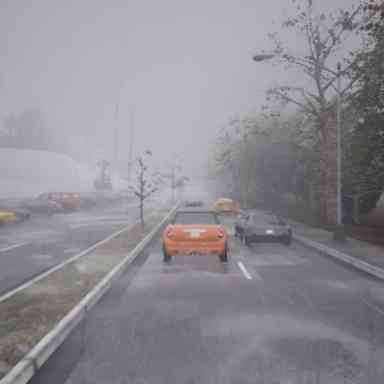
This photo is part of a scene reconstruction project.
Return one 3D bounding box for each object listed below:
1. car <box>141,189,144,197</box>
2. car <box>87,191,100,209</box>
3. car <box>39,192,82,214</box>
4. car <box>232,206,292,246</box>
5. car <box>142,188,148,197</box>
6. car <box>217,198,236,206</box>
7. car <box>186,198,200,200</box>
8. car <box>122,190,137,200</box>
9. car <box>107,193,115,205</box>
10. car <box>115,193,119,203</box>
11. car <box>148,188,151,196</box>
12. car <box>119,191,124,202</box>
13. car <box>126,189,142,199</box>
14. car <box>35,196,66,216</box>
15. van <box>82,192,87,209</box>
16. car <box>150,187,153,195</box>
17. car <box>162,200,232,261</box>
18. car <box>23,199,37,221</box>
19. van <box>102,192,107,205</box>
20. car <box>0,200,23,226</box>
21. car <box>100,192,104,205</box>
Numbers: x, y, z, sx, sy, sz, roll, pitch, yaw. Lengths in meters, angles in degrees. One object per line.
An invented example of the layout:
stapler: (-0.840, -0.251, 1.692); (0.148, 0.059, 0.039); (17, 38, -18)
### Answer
car: (-13.820, 0.760, 74.187); (4.674, 1.452, 2.002); (-1, 1, -20)
car: (-13.827, 0.984, 38.250); (5.566, 2.045, 2.435); (-1, 1, -20)
car: (-13.883, 1.068, 32.254); (5.566, 2.045, 2.435); (-1, 1, -20)
car: (3.104, 1.543, 15.272); (1.994, 1.385, 4.181); (0, 0, 0)
car: (-13.791, 0.420, 77.201); (5.566, 2.045, 2.435); (-1, 1, -20)
car: (3.109, 1.299, 32.306); (1.882, 1.535, 5.008); (0, 1, 0)
car: (0.109, 1.346, 30.774); (1.837, 1.490, 4.892); (0, 1, 0)
car: (-13.798, 0.885, 65.191); (4.792, 1.488, 2.163); (-1, 1, -20)
car: (-13.812, 0.984, 47.194); (4.553, 1.767, 2.185); (-1, 1, -20)
car: (-13.833, 1.108, 50.168); (4.674, 1.452, 2.002); (-1, 1, -20)
car: (-13.636, 0.544, 83.258); (5.366, 1.575, 1.946); (-1, 1, -20)
car: (-13.809, 1.055, 53.186); (4.792, 1.488, 2.163); (-1, 1, -20)
car: (-13.990, 0.769, 71.114); (5.366, 1.575, 1.946); (-1, 1, -20)
car: (-13.853, 1.395, 29.287); (4.674, 1.452, 2.002); (-1, 1, -20)
van: (-13.746, 1.050, 35.297); (4.442, 1.987, 1.878); (-1, 1, -20)
car: (-13.834, 0.234, 86.179); (5.566, 2.045, 2.435); (-1, 2, -20)
car: (0.103, 1.343, 12.430); (2.097, 1.767, 4.553); (0, 0, 0)
car: (-13.834, 1.448, 23.330); (4.792, 1.488, 2.163); (-1, 0, -20)
van: (-13.954, 0.928, 44.158); (4.442, 1.987, 1.878); (-1, 1, -20)
car: (-13.692, 1.438, 20.402); (5.366, 1.575, 1.946); (-1, 0, -20)
car: (-13.840, 1.195, 41.221); (4.892, 1.521, 2.231); (-1, 1, -20)
